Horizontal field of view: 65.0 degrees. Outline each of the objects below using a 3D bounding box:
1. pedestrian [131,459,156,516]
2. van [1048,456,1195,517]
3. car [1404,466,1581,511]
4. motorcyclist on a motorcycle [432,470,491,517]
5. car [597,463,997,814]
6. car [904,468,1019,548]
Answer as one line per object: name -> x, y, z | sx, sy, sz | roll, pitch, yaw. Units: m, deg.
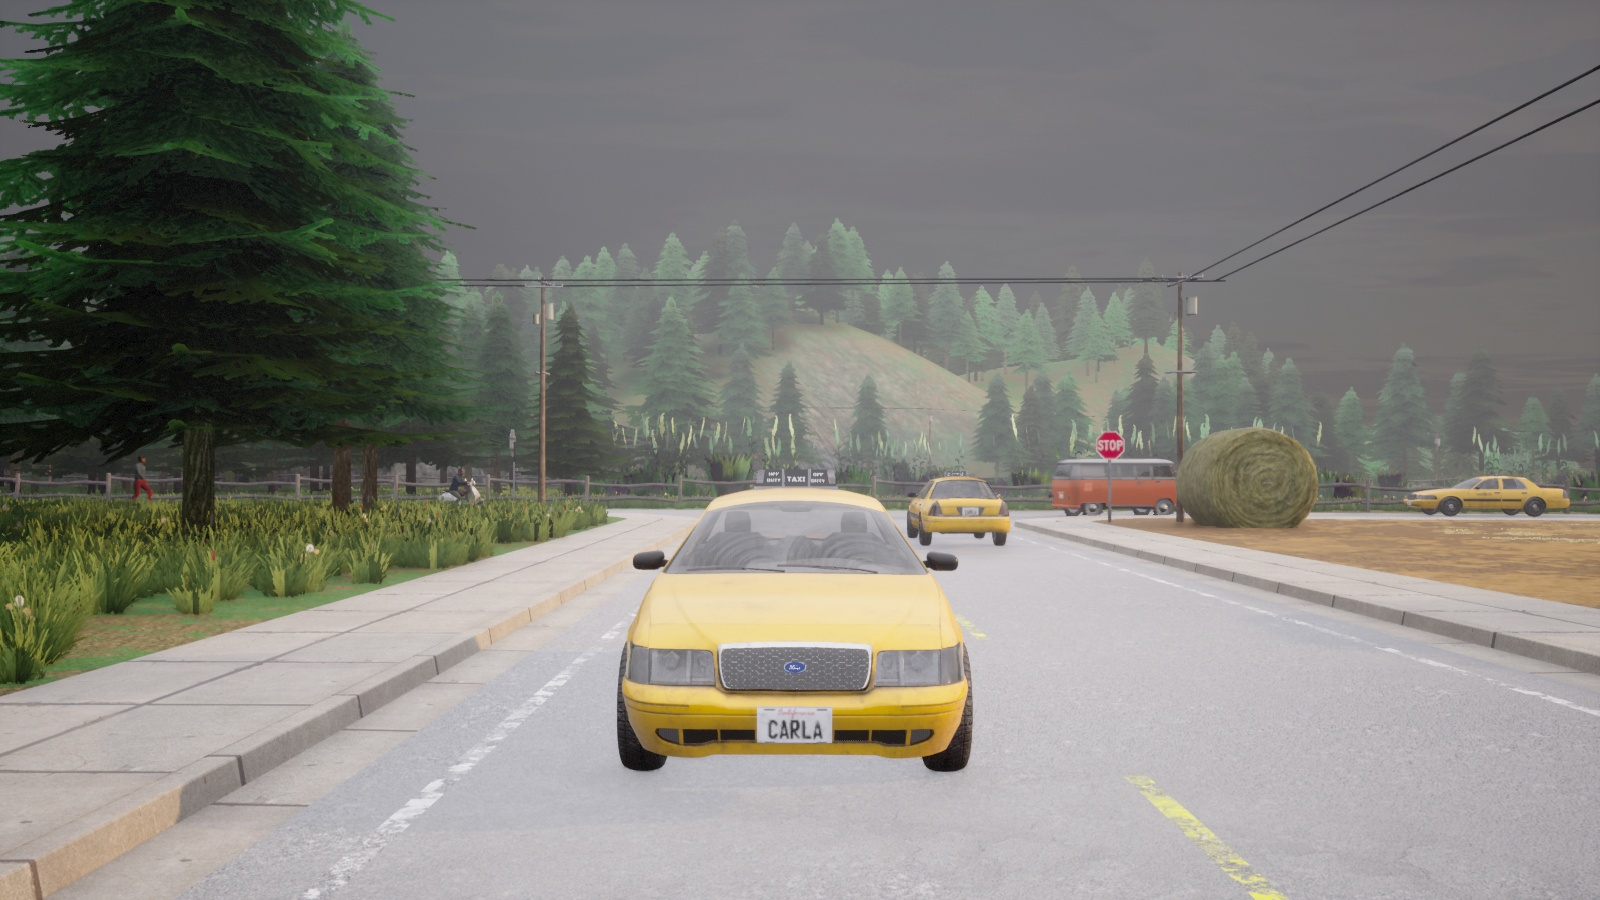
pedestrian -> -21.108, 1.200, 40.362 | 0.614, 1.847, 0.353 | 0, -1, 4
van -> 10.763, 1.195, 42.116 | 4.442, 1.987, 1.775 | 0, -1, -12
car -> 24.997, 1.380, 45.474 | 5.366, 1.575, 1.801 | 0, -1, 3
motorcyclist on a motorcycle -> -11.755, 1.511, 43.660 | 1.817, 1.590, 0.866 | 0, -1, 3
car -> -0.022, 0.894, 8.352 | 1.801, 1.575, 5.366 | 0, -1, 0
car -> 3.428, 1.202, 27.596 | 1.801, 1.575, 5.366 | 0, -1, 0
